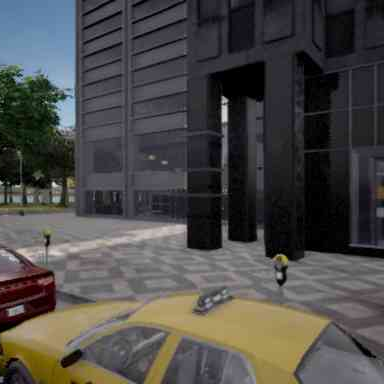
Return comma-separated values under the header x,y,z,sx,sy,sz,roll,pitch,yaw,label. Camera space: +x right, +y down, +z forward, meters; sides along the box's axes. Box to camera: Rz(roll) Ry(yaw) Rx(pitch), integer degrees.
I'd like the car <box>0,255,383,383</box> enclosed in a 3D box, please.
x,y,z,sx,sy,sz,roll,pitch,yaw,label
-0.033,1.530,2.985,4.829,1.417,1.752,0,0,35,car

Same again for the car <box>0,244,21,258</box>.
x,y,z,sx,sy,sz,roll,pitch,yaw,label
-4.323,1.565,6.043,4.507,1.381,1.887,0,0,35,car
